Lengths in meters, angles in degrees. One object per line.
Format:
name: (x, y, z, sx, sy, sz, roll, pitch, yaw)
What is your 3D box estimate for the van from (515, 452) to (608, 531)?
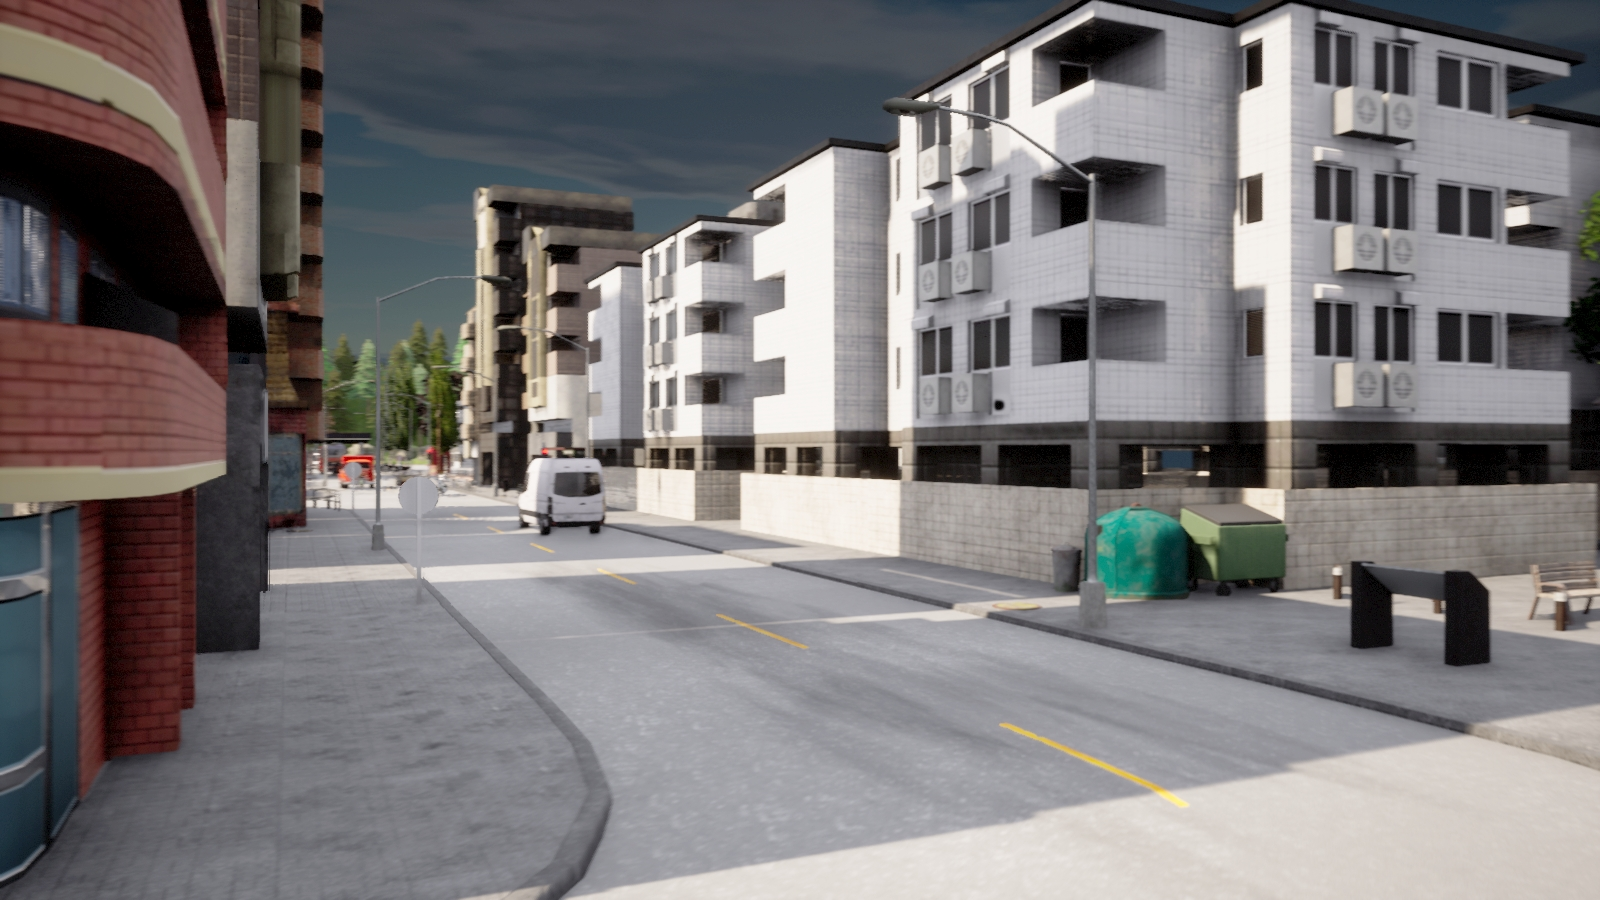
van: (-8.462, 1.345, 40.085, 1.988, 2.561, 5.915, 0, 0, -24)
